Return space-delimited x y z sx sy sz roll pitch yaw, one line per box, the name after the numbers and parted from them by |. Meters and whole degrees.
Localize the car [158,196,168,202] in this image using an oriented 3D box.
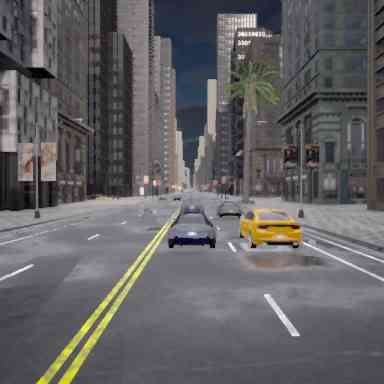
-6.500 1.478 73.940 1.895 1.301 4.718 0 0 0 | car

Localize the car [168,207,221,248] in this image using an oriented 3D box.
0.000 1.557 14.651 1.994 1.385 4.181 0 0 0 | car

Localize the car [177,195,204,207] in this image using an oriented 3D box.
0.000 1.333 29.620 2.097 1.767 4.553 0 0 0 | car

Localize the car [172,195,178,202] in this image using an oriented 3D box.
-3.250 1.394 73.691 2.033 1.411 5.357 0 0 0 | car

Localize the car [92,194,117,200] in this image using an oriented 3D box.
-23.842 1.690 90.854 4.829 1.417 1.752 -1 1 0 | car

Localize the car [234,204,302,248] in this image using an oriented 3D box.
3.250 1.470 14.650 1.882 1.535 5.008 0 0 0 | car

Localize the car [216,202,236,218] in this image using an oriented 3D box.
3.250 1.540 29.651 1.994 1.385 4.181 0 0 0 | car
